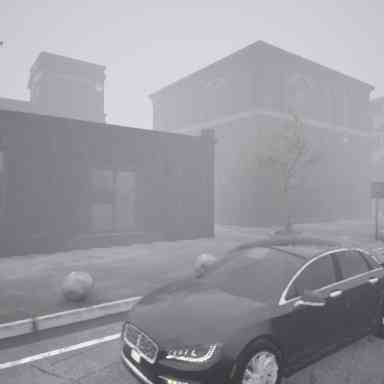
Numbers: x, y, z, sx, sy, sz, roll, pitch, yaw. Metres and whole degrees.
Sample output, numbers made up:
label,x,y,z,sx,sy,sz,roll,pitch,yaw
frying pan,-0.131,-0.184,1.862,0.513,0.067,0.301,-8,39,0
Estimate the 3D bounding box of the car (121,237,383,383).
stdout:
label,x,y,z,sx,sy,sz,roll,pitch,yaw
car,1.373,1.506,4.978,4.892,1.490,1.837,0,0,-36
